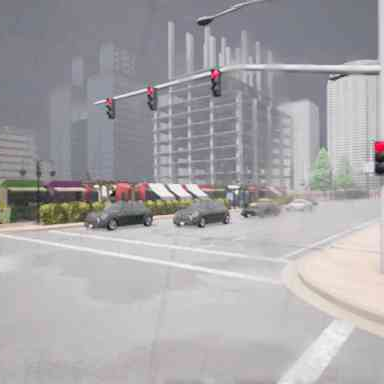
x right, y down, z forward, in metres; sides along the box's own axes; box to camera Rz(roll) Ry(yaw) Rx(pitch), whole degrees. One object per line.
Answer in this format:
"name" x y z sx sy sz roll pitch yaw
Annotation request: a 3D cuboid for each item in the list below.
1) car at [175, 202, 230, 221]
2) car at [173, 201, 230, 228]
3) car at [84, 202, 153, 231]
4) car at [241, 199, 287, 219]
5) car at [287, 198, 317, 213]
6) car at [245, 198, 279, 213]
"car" 1.059 1.627 29.127 2.033 1.411 5.357 -1 0 37
"car" 0.721 1.415 22.902 2.097 1.767 4.553 -1 0 37
"car" -4.676 1.447 21.593 2.097 1.767 4.553 -1 0 37
"car" 6.458 1.595 30.443 2.033 1.411 5.357 -1 0 37
"car" 12.380 1.558 38.201 1.812 1.442 4.674 -1 0 37
"car" 8.229 1.538 38.538 1.882 1.535 5.008 -1 0 37
